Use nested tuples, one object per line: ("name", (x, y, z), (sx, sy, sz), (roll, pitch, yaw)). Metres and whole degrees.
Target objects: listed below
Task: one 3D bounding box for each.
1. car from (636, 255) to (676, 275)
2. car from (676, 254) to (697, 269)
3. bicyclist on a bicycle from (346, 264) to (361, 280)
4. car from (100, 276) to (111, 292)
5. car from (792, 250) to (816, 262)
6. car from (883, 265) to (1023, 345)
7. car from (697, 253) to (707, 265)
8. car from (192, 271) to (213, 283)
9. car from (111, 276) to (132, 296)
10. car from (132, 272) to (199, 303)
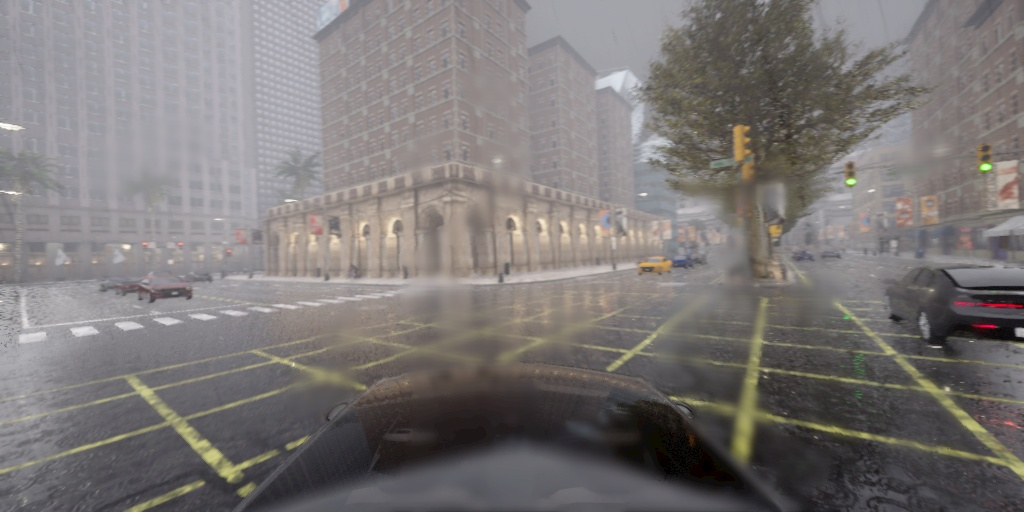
("car", (12.484, 0.805, 31.250), (1.882, 1.535, 5.008), (-2, 0, 37))
("car", (18.537, 0.600, 39.376), (1.882, 1.535, 5.008), (-2, 0, 37))
("bicyclist on a bicycle", (-15.921, 1.590, 36.014), (0.582, 1.620, 1.656), (-2, 0, 36))
("car", (-36.985, 2.566, 33.629), (4.181, 1.385, 1.994), (-2, 0, 37))
("car", (38.612, -0.032, 47.290), (1.812, 1.442, 4.674), (-2, 0, 36))
("car", (9.627, 0.928, 7.615), (1.837, 1.490, 4.892), (-2, 0, 36))
("car", (24.618, 0.421, 47.651), (1.837, 1.490, 4.892), (-2, 0, 36))
("car", (-37.664, 2.532, 43.063), (4.892, 1.490, 1.837), (-2, 0, 36))
("car", (-29.069, 2.335, 27.728), (4.718, 1.301, 1.895), (-2, 0, 37))
("car", (-21.575, 1.958, 22.247), (5.008, 1.535, 1.882), (-2, 0, 36))
